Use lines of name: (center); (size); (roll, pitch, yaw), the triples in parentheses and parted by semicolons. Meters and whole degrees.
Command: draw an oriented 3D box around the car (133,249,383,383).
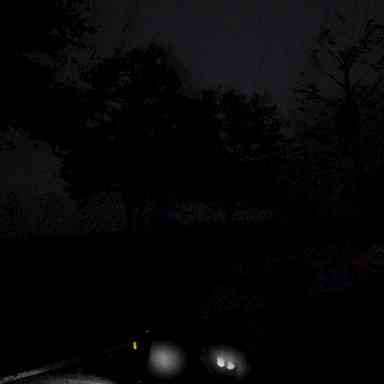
car: (1.329, 1.568, 4.628); (4.181, 1.385, 1.994); (0, 0, -35)
